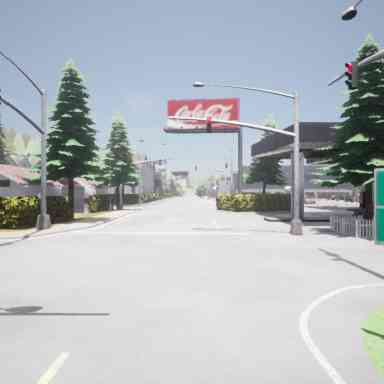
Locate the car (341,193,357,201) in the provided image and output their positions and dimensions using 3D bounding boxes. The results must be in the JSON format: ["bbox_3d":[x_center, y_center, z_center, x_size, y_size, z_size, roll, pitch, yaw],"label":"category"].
[{"bbox_3d":[34.737,1.489,71.931,2.007,1.523,4.514,0,0,0],"label":"car"}]

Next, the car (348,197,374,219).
[{"bbox_3d":[14.310,1.504,25.024,3.866,1.878,1.905,0,0,0],"label":"car"}]

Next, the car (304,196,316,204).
[{"bbox_3d":[22.351,1.552,64.110,1.970,1.475,3.806,0,0,0],"label":"car"}]

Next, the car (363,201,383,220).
[{"bbox_3d":[18.623,1.672,30.704,4.611,1.667,2.242,0,0,0],"label":"car"}]
